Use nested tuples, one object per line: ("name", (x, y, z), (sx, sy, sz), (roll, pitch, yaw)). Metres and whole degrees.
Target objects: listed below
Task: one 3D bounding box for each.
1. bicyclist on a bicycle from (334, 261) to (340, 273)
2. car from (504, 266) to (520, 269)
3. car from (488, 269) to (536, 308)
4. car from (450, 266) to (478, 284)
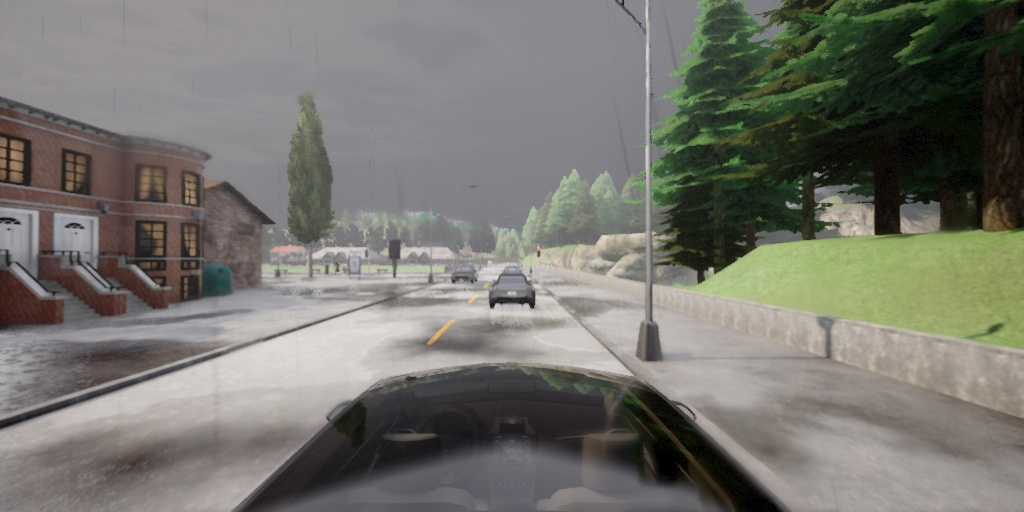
("bicyclist on a bicycle", (-24.086, 1.565, 49.305), (0.582, 1.620, 1.656), (0, 0, 0))
("car", (0.018, 1.583, 30.833), (2.033, 1.411, 5.357), (0, -1, 0))
("car", (0.015, 1.455, 16.128), (1.994, 1.385, 4.181), (0, -1, 0))
("car", (-3.983, 1.583, 30.888), (2.033, 1.411, 5.357), (0, -1, 0))
